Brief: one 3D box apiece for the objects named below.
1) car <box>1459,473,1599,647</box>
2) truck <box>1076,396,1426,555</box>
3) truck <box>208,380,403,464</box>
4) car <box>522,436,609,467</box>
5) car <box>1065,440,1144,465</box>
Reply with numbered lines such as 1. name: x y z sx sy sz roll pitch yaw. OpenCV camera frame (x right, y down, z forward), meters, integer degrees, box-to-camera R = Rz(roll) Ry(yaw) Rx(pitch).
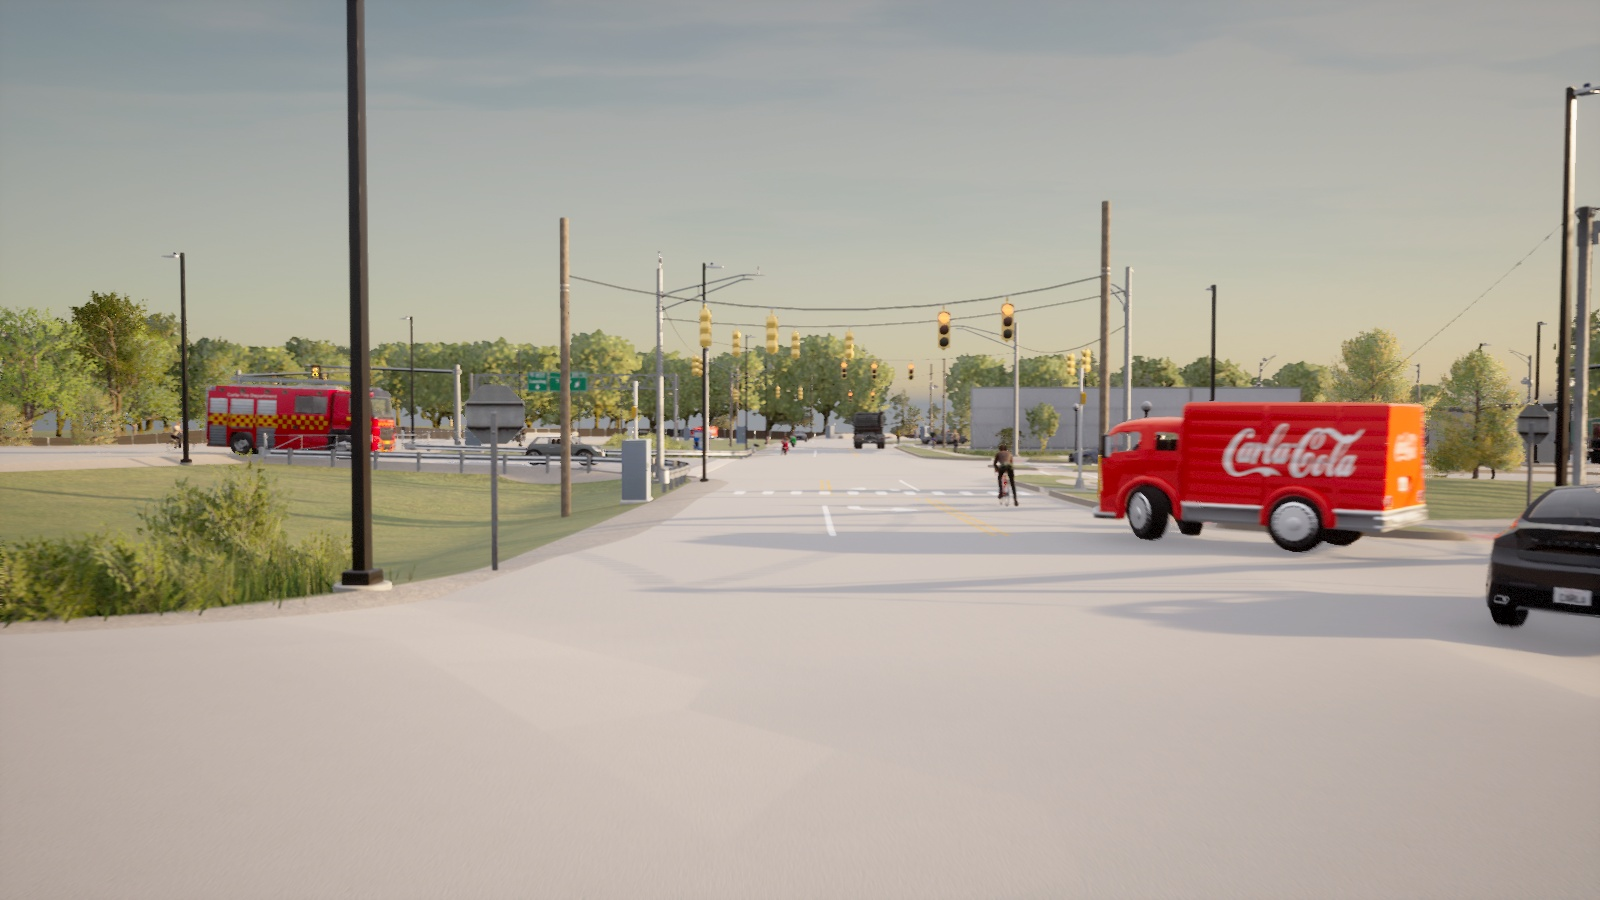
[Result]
1. car: 8.882 1.052 13.377 4.892 1.490 1.837 0 1 -44
2. truck: 7.842 0.329 22.144 5.204 2.467 2.627 1 2 42
3. truck: -24.335 -1.365 62.065 8.468 3.827 2.891 2 1 1
4. car: -11.534 0.053 61.816 3.806 1.475 1.970 0 1 5
5. car: 17.818 0.129 73.650 4.181 1.385 1.994 0 1 1
